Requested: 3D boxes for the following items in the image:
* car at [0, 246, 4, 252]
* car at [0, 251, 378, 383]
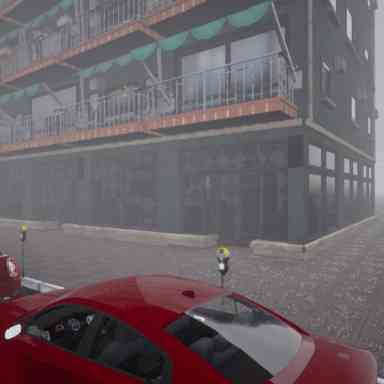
[{"bbox_3d":[-5.219,1.440,6.610,4.097,1.590,1.967,0,0,36],"label":"car"},{"bbox_3d":[-0.634,1.545,3.331,4.507,1.381,1.887,0,0,36],"label":"car"}]
